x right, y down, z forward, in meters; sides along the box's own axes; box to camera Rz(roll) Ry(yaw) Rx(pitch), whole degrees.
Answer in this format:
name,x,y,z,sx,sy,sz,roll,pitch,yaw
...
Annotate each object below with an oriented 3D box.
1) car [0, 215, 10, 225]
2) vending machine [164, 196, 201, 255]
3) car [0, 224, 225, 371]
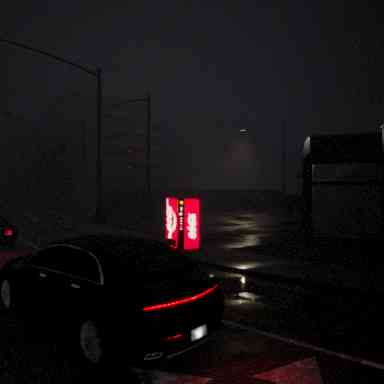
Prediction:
name,x,y,z,sx,sy,sz,roll,pitch,yaw
car,-8.921,1.605,14.194,1.895,1.301,4.718,0,0,-38
vending machine,-0.350,1.198,12.563,1.100,2.100,0.880,0,0,-40
car,-1.707,1.507,5.797,4.892,1.490,1.837,0,0,42
